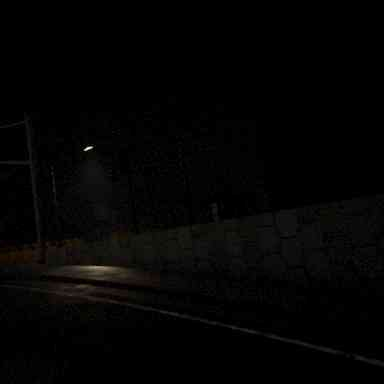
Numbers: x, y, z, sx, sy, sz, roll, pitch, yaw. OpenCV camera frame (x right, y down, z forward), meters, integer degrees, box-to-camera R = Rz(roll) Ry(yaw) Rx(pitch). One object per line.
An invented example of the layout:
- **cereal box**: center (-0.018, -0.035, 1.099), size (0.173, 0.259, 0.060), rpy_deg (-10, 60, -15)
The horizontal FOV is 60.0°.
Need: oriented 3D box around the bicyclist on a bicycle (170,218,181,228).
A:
- **bicyclist on a bicycle**: center (-1.333, 2.908, 27.293), size (1.656, 1.620, 0.582), rpy_deg (-14, -8, 36)
